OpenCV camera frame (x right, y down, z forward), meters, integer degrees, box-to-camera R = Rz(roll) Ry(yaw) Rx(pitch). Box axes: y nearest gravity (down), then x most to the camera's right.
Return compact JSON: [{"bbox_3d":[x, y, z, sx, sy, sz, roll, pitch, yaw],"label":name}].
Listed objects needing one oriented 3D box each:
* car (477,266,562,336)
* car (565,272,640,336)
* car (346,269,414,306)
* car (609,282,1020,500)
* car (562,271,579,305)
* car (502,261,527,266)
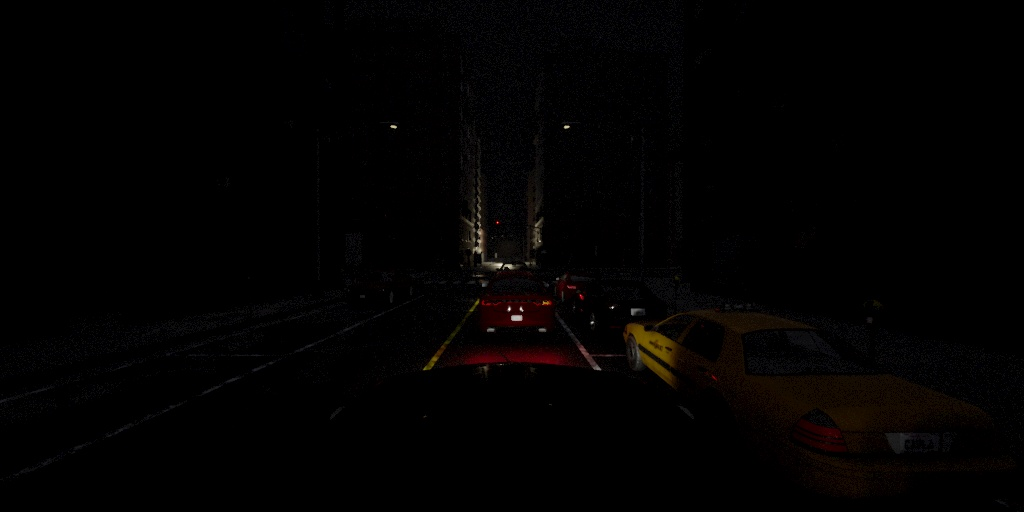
[{"bbox_3d":[0.106,1.225,10.421,1.882,1.535,5.008,0,0,0],"label":"car"},{"bbox_3d":[2.883,1.313,10.242,1.948,1.339,4.313,0,0,0],"label":"car"},{"bbox_3d":[-5.654,1.290,15.837,1.888,1.381,4.507,0,0,0],"label":"car"},{"bbox_3d":[2.875,1.274,4.826,1.751,1.417,4.829,0,0,0],"label":"car"},{"bbox_3d":[2.891,1.327,15.828,1.802,1.307,4.207,0,0,0],"label":"car"},{"bbox_3d":[0.121,1.096,20.751,2.097,1.767,4.553,0,0,0],"label":"car"}]
